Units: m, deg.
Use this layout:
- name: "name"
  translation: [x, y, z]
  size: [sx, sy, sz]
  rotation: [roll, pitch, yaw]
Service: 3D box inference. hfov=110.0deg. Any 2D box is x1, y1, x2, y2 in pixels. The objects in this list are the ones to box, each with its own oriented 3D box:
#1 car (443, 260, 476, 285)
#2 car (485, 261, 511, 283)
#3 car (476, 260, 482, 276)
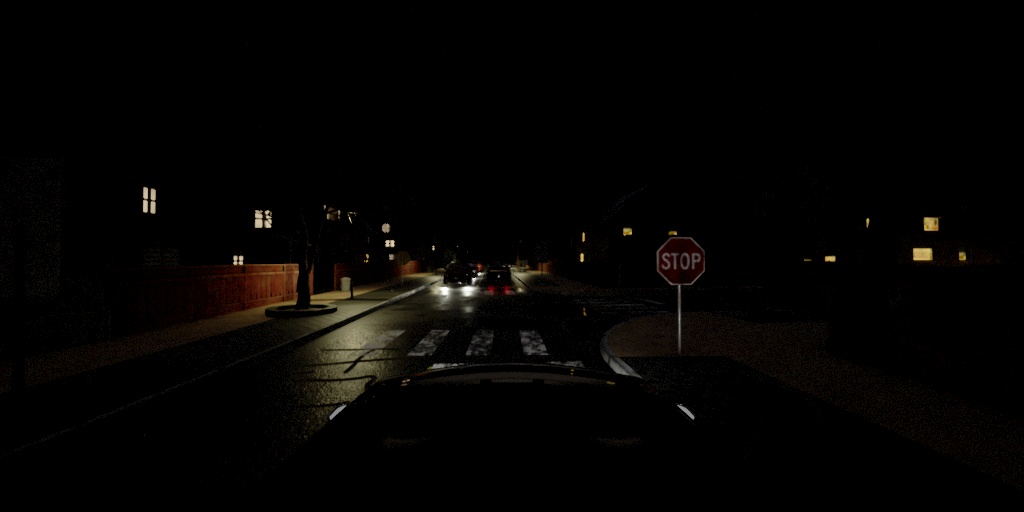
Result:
- name: "car"
  translation: [-3.937, 1.262, 26.706]
  size: [1.882, 1.535, 5.008]
  rotation: [0, 0, -3]
- name: "car"
  translation: [-1.085, 1.284, 28.515]
  size: [2.128, 1.511, 4.902]
  rotation: [0, 0, -3]
- name: "car"
  translation: [-4.501, 1.377, 37.142]
  size: [2.033, 1.411, 5.357]
  rotation: [0, 0, -3]
